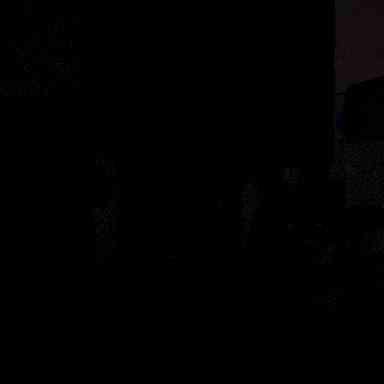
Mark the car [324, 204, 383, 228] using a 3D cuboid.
[{"bbox_3d":[11.236,1.526,22.119,4.674,1.442,1.812,0,1,42],"label":"car"}]
